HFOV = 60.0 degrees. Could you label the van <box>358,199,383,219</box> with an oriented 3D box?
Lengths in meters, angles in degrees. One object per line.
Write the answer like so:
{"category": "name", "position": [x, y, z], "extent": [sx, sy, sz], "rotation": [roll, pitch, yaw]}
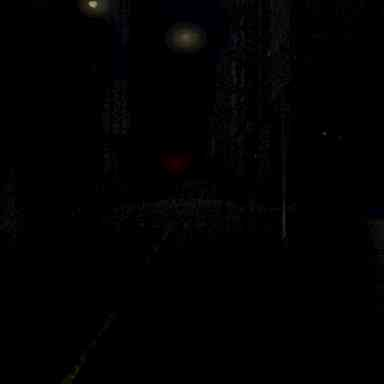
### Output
{"category": "van", "position": [17.213, 1.488, 29.129], "extent": [3.998, 1.788, 1.690], "rotation": [0, -1, 0]}

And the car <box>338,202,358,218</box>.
{"category": "car", "position": [16.503, 1.724, 31.886], "extent": [4.674, 1.442, 1.812], "rotation": [0, -2, 0]}

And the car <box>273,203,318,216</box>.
{"category": "car", "position": [11.609, 1.919, 37.629], "extent": [4.829, 1.417, 1.752], "rotation": [0, -1, 0]}

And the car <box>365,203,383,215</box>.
{"category": "car", "position": [22.360, 1.907, 37.668], "extent": [4.507, 1.381, 1.887], "rotation": [0, -1, 0]}
